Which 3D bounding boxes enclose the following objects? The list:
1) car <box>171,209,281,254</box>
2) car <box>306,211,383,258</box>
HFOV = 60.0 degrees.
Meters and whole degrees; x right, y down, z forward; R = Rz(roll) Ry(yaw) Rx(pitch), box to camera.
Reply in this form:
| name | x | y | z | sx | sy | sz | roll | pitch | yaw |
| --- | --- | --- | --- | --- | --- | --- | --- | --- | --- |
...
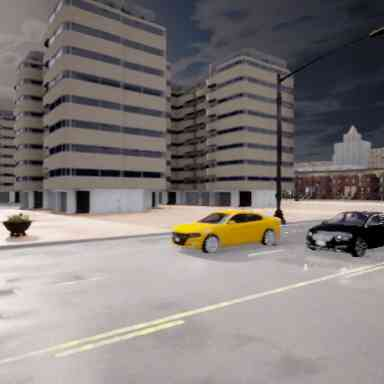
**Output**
| name | x | y | z | sx | sy | sz | roll | pitch | yaw |
| --- | --- | --- | --- | --- | --- | --- | --- | --- | --- |
| car | 1.503 | 1.479 | 13.647 | 5.008 | 1.535 | 1.882 | 0 | 0 | -35 |
| car | 6.423 | 1.494 | 12.842 | 4.902 | 1.511 | 2.128 | 0 | 0 | -35 |
